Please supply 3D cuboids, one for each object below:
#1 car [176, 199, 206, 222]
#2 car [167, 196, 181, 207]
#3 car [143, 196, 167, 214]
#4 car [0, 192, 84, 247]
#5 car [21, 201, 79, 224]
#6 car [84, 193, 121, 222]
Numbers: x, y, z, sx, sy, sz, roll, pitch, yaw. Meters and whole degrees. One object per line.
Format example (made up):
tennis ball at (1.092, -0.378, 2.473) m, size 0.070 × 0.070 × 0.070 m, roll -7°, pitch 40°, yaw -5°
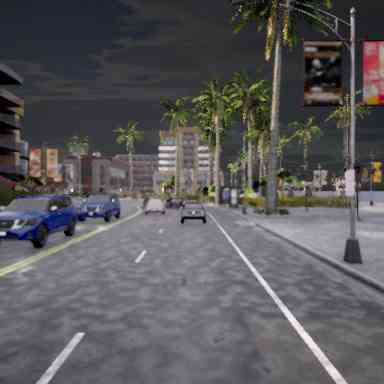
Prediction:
car at (0.091, 1.461, 25.182) m, size 2.033 × 1.411 × 5.357 m, roll 0°, pitch 0°, yaw 0°
car at (-2.687, 1.324, 48.013) m, size 2.128 × 1.511 × 4.902 m, roll 0°, pitch 0°, yaw -14°
car at (-3.671, 1.412, 33.280) m, size 1.812 × 1.442 × 4.674 m, roll 0°, pitch 0°, yaw -4°
car at (-7.001, 1.170, 15.051) m, size 2.150 × 2.045 × 5.566 m, roll 0°, pitch 0°, yaw 0°
car at (-10.502, 1.462, 25.139) m, size 2.033 × 1.411 × 5.357 m, roll 0°, pitch 0°, yaw 0°
car at (-7.006, 1.133, 25.800) m, size 2.150 × 2.045 × 5.566 m, roll 0°, pitch 0°, yaw 0°
